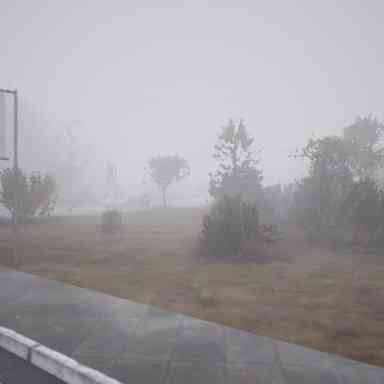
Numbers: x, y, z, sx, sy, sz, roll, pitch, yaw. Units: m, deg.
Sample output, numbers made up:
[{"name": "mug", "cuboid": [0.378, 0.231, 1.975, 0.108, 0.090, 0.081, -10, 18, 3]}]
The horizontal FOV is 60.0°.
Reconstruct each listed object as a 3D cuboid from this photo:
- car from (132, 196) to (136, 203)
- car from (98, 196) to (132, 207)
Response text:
[{"name": "car", "cuboid": [-10.201, 1.408, 55.455, 2.033, 1.411, 5.357, 0, 1, 39]}, {"name": "car", "cuboid": [-11.461, 1.460, 48.273, 1.812, 1.442, 4.674, 0, 1, 39]}]
